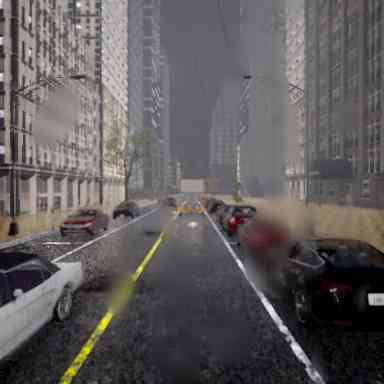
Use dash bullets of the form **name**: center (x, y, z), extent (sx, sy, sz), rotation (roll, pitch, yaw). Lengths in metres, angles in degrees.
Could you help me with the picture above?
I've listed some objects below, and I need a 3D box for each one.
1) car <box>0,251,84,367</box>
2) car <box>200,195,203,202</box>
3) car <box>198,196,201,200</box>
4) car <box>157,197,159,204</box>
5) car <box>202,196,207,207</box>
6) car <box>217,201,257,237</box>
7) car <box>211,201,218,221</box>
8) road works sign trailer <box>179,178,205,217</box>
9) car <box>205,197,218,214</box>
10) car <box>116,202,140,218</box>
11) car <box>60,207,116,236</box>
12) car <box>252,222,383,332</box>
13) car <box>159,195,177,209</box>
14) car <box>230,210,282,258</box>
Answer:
- **car**: center (-3.104, 1.599, 4.441), extent (1.895, 1.301, 4.718), rotation (0, 0, 0)
- **car**: center (2.666, 1.498, 52.127), extent (1.752, 1.417, 4.829), rotation (-1, 0, 0)
- **car**: center (2.659, 1.501, 74.529), extent (1.887, 1.381, 4.507), rotation (-1, 0, 0)
- **car**: center (-5.718, 1.515, 63.230), extent (2.008, 1.369, 4.403), rotation (-1, 0, 0)
- **car**: center (2.667, 1.521, 46.315), extent (1.887, 1.381, 4.507), rotation (-1, 0, 0)
- **car**: center (2.675, 1.432, 18.101), extent (1.967, 1.590, 4.097), rotation (-1, 0, 0)
- **car**: center (2.674, 1.555, 23.744), extent (1.947, 1.339, 4.313), rotation (-1, 0, 0)
- **road works sign trailer**: center (-0.009, 0.450, 31.292), extent (2.380, 3.560, 2.880), rotation (0, 0, 0)
- **car**: center (2.671, 1.549, 35.030), extent (1.947, 1.339, 4.313), rotation (-1, 0, 0)
- **car**: center (-5.709, 1.552, 29.382), extent (1.947, 1.339, 4.313), rotation (-1, 0, 0)
- **car**: center (-5.704, 1.574, 18.100), extent (1.802, 1.307, 4.206), rotation (-1, 0, 0)
- **car**: center (2.680, 1.563, 6.816), extent (1.947, 1.339, 4.313), rotation (-1, 0, 0)
- **car**: center (-3.095, 1.454, 46.162), extent (1.882, 1.535, 5.008), rotation (0, 0, 0)
- **car**: center (2.678, 1.576, 12.458), extent (1.802, 1.307, 4.206), rotation (-1, 0, 0)
